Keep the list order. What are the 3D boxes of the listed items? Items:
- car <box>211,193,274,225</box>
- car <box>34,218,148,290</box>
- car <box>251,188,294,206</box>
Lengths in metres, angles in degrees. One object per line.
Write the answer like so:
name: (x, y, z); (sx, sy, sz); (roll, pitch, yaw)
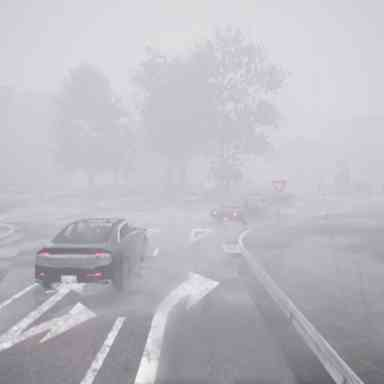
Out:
car: (3.072, 1.070, 20.279); (1.895, 1.301, 4.718); (3, 5, 33)
car: (-2.381, 1.433, 8.944); (2.128, 1.511, 4.902); (0, 1, 1)
car: (6.499, 0.408, 27.393); (4.902, 1.511, 2.128); (-4, 6, -40)
